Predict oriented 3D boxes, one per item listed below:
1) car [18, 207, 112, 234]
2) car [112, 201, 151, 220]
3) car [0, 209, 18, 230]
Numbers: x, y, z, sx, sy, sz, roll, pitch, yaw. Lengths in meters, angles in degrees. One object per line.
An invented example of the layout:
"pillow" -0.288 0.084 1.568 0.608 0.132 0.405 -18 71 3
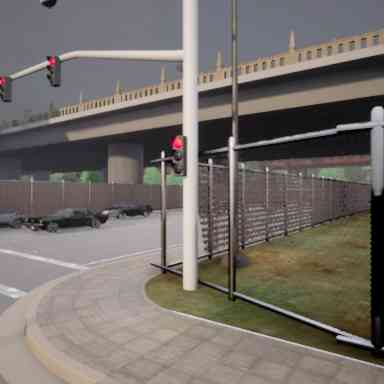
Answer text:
"car" -7.488 1.665 20.089 1.895 1.301 4.718 0 0 35
"car" -5.562 1.558 28.869 2.128 1.511 4.902 0 0 35
"car" -12.229 1.630 19.790 1.994 1.385 4.181 0 0 40
